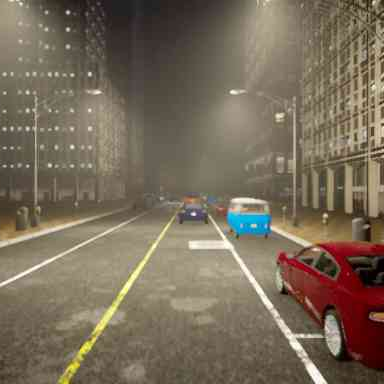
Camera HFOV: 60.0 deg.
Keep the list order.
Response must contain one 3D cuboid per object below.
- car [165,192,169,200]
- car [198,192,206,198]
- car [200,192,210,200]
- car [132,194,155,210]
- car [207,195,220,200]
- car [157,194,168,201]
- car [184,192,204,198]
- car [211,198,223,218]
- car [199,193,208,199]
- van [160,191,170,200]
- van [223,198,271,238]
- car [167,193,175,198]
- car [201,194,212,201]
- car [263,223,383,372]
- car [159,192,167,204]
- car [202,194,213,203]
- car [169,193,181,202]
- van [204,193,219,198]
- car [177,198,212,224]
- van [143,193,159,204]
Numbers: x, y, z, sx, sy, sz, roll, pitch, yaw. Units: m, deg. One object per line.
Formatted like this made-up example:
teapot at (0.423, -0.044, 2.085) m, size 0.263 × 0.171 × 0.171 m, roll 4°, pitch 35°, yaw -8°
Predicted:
car at (-5.673, 1.098, 58.907) m, size 2.008 × 1.369 × 4.403 m, roll 1°, pitch 1°, yaw 0°
car at (2.824, 0.808, 90.779) m, size 2.008 × 1.369 × 4.403 m, roll 1°, pitch 1°, yaw 0°
car at (2.710, 0.893, 69.527) m, size 1.967 × 1.590 × 4.097 m, roll 1°, pitch 1°, yaw 0°
car at (-5.678, 1.271, 37.656) m, size 1.887 × 1.381 × 4.507 m, roll 1°, pitch 0°, yaw 0°
car at (2.702, 1.291, 32.499) m, size 1.752 × 1.417 × 4.829 m, roll 1°, pitch 0°, yaw 0°
car at (-5.673, 1.082, 64.220) m, size 1.802 × 1.307 × 4.206 m, roll 1°, pitch 1°, yaw 0°
car at (0.106, 1.050, 40.871) m, size 2.097 × 1.767 × 4.553 m, roll 0°, pitch 0°, yaw 0°
car at (2.700, 1.390, 27.017) m, size 1.802 × 1.307 × 4.206 m, roll 1°, pitch 0°, yaw 0°
car at (2.711, 0.902, 80.155) m, size 1.887 × 1.381 × 4.507 m, roll 1°, pitch 1°, yaw 0°
van at (-5.669, 0.795, 69.531) m, size 1.690 × 1.788 × 3.998 m, roll 1°, pitch 1°, yaw 0°
van at (2.701, 1.226, 16.386) m, size 1.690 × 1.788 × 3.998 m, roll 0°, pitch 0°, yaw 0°
car at (-5.779, 0.839, 90.781) m, size 1.802 × 1.307 × 4.206 m, roll 1°, pitch 1°, yaw 0°
car at (2.708, 1.045, 64.214) m, size 1.887 × 1.381 × 4.507 m, roll 1°, pitch 1°, yaw 0°
car at (2.697, 1.505, 5.691) m, size 1.887 × 1.381 × 4.507 m, roll 0°, pitch 0°, yaw 0°
car at (-5.675, 1.144, 53.593) m, size 2.008 × 1.369 × 4.403 m, roll 1°, pitch 0°, yaw 0°
car at (2.708, 1.070, 59.070) m, size 1.752 × 1.417 × 4.829 m, roll 1°, pitch 1°, yaw 0°
car at (-3.035, 1.139, 59.870) m, size 1.895 × 1.301 × 4.718 m, roll 0°, pitch 1°, yaw 1°
van at (2.706, 1.024, 42.957) m, size 1.690 × 1.788 × 3.998 m, roll 1°, pitch 0°, yaw 0°
car at (0.104, 1.397, 23.510) m, size 1.994 × 1.385 × 4.181 m, roll 0°, pitch 0°, yaw 0°
van at (-5.675, 1.024, 42.967) m, size 1.690 × 1.788 × 3.998 m, roll 1°, pitch 0°, yaw 0°
